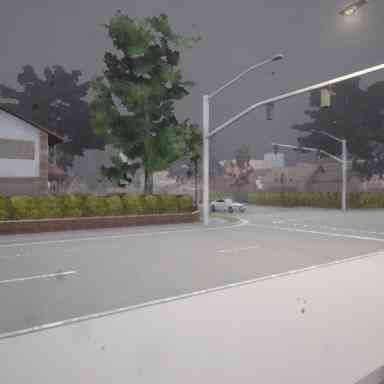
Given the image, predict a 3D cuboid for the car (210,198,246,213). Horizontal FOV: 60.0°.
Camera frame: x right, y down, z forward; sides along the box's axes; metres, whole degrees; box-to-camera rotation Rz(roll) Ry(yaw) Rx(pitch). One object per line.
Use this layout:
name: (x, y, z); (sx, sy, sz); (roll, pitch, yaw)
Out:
car: (3.795, 1.435, 36.354); (1.812, 1.442, 4.674); (0, 0, -36)
